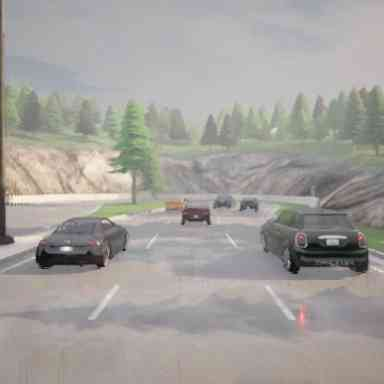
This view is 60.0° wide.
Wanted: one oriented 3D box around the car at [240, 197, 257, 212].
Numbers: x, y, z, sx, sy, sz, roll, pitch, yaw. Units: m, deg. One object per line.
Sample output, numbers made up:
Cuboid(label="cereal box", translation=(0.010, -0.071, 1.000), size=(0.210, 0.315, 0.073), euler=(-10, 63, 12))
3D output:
Cuboid(label="car", translation=(6.303, 1.311, 35.838), size=(1.837, 1.490, 4.892), euler=(0, 0, 16))

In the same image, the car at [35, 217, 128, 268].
Cuboid(label="car", translation=(-3.396, 1.504, 11.010), size=(1.994, 1.385, 4.181), euler=(0, 0, 0))

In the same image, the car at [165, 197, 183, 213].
Cuboid(label="car", translation=(-1.254, 1.290, 34.670), size=(1.882, 1.535, 5.008), euler=(0, 0, 15))

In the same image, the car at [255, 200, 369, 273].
Cuboid(label="car", translation=(3.605, 1.294, 10.640), size=(2.097, 1.767, 4.553), euler=(0, 0, 0))

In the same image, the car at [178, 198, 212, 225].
Cuboid(label="car", translation=(0.336, 1.352, 23.113), size=(1.882, 1.535, 5.008), euler=(0, 0, 2))

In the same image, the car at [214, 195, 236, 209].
Cuboid(label="car", translation=(4.102, 1.130, 40.791), size=(2.097, 1.767, 4.553), euler=(0, 0, 16))
